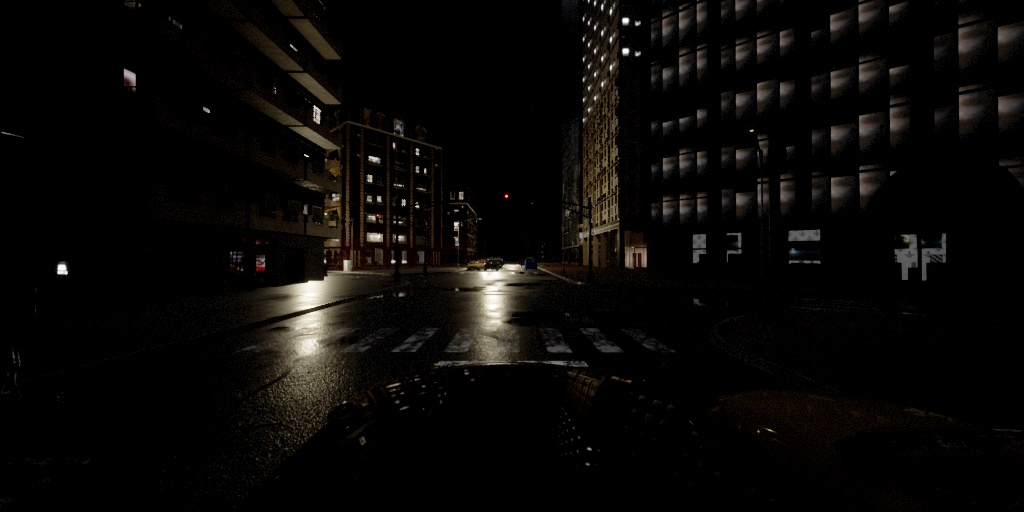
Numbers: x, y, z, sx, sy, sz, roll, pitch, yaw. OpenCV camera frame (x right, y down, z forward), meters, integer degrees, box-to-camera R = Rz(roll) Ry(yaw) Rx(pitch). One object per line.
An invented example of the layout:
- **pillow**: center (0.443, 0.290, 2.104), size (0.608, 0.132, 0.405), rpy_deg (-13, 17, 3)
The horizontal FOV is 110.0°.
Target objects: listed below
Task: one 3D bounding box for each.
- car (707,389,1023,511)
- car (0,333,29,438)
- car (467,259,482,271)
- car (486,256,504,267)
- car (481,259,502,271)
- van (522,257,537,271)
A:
- **car**: center (2.563, 1.275, 1.237), size (1.751, 1.417, 4.829), rpy_deg (0, 0, 0)
- **car**: center (-5.318, 1.064, 1.069), size (2.192, 1.841, 5.009), rpy_deg (0, 0, 0)
- **car**: center (-5.272, 1.321, 49.898), size (1.751, 1.417, 4.829), rpy_deg (0, 0, 0)
- **car**: center (-2.784, 1.037, 59.145), size (2.150, 2.045, 5.566), rpy_deg (0, 0, 0)
- **car**: center (-2.805, 1.395, 49.222), size (1.895, 1.301, 4.718), rpy_deg (0, 0, 0)
- **van**: center (2.609, 1.136, 50.060), size (1.690, 1.789, 3.998), rpy_deg (0, 0, 0)
